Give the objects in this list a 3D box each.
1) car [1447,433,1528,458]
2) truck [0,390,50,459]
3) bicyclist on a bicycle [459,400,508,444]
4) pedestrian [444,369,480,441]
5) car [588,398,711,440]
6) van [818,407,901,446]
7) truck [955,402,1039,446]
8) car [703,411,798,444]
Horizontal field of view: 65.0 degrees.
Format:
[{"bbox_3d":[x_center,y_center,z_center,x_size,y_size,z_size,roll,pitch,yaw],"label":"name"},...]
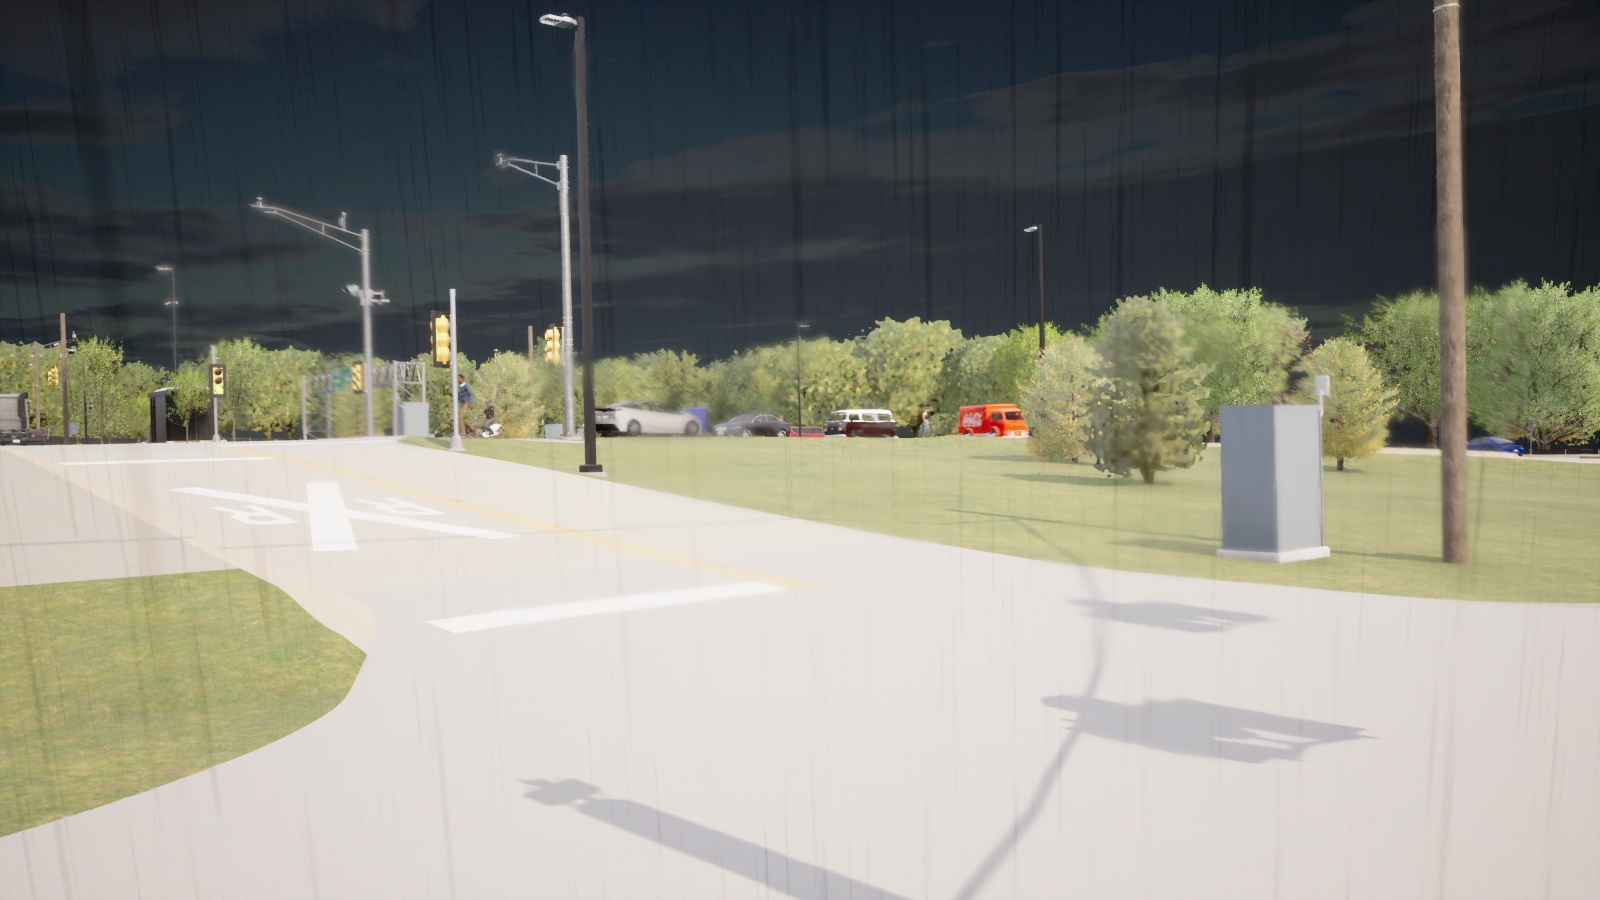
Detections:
[{"bbox_3d":[46.620,-0.293,85.290,1.882,1.535,5.008,2,-1,-14],"label":"car"},{"bbox_3d":[-42.452,-1.263,66.997,2.891,3.462,7.936,-2,1,-39],"label":"truck"},{"bbox_3d":[-13.021,-1.158,51.703,1.843,1.776,0.659,-1,0,-43],"label":"bicyclist on a bicycle"},{"bbox_3d":[-9.220,-1.222,34.281,0.788,1.949,0.423,-2,1,-39],"label":"pedestrian"},{"bbox_3d":[-5.926,-1.198,49.818,4.514,1.525,2.007,-1,0,-45],"label":"car"},{"bbox_3d":[3.385,-1.297,71.195,4.480,2.038,2.069,0,-2,-42],"label":"van"},{"bbox_3d":[11.793,-1.554,75.503,2.627,2.467,5.204,-2,1,-21],"label":"truck"},{"bbox_3d":[-2.433,-1.099,62.692,2.128,1.511,4.902,-1,-1,36],"label":"car"}]
